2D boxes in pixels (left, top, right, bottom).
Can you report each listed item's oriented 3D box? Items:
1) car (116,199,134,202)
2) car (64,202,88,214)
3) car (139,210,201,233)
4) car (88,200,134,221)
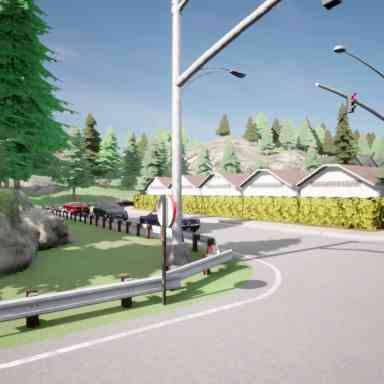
[{"bbox_3d":[-10.958,1.777,53.332,1.895,1.301,4.718,0,0,33],"label":"car"},{"bbox_3d":[-12.850,1.791,37.149,1.895,1.301,4.718,0,0,-33],"label":"car"},{"bbox_3d":[-1.454,1.793,20.776,1.895,1.301,4.718,0,0,-35],"label":"car"},{"bbox_3d":[-7.177,1.696,28.956,1.837,1.490,4.892,0,0,-35],"label":"car"}]
